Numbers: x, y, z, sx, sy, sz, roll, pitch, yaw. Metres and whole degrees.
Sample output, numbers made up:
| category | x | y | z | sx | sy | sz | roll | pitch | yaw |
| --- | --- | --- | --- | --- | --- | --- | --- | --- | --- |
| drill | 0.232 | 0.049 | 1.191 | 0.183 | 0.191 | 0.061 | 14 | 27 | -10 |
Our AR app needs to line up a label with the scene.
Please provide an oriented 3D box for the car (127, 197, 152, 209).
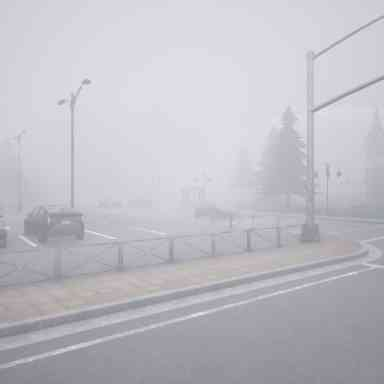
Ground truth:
| category | x | y | z | sx | sy | sz | roll | pitch | yaw |
| --- | --- | --- | --- | --- | --- | --- | --- | --- | --- |
| car | -7.412 | 1.505 | 46.659 | 1.837 | 1.490 | 4.892 | 0 | 0 | -36 |

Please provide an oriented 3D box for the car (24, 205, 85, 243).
| category | x | y | z | sx | sy | sz | roll | pitch | yaw |
| --- | --- | --- | --- | --- | --- | --- | --- | --- | --- |
| car | -6.387 | 1.340 | 15.298 | 2.007 | 1.523 | 4.514 | 0 | 0 | -36 |

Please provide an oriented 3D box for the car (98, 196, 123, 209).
| category | x | y | z | sx | sy | sz | roll | pitch | yaw |
| --- | --- | --- | --- | --- | --- | --- | --- | --- | --- |
| car | -11.267 | 1.351 | 45.789 | 2.097 | 1.767 | 4.553 | 0 | 0 | -36 |

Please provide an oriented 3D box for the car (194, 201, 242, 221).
| category | x | y | z | sx | sy | sz | roll | pitch | yaw |
| --- | --- | --- | --- | --- | --- | --- | --- | --- | --- |
| car | 2.039 | 1.526 | 27.663 | 1.812 | 1.442 | 4.674 | 0 | 0 | -37 |

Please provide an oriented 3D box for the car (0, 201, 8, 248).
| category | x | y | z | sx | sy | sz | roll | pitch | yaw |
| --- | --- | --- | --- | --- | --- | --- | --- | --- | --- |
| car | -8.898 | 1.331 | 13.418 | 2.152 | 1.636 | 5.027 | 0 | 0 | -36 |
